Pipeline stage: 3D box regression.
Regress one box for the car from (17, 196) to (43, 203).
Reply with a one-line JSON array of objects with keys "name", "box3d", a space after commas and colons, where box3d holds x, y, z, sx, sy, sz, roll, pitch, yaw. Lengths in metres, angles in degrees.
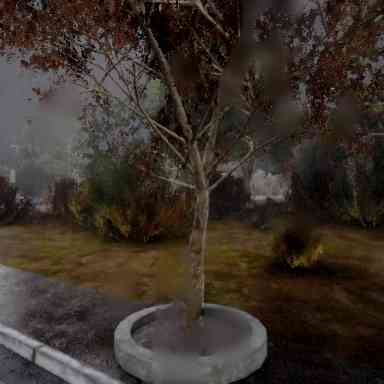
[{"name": "car", "box3d": [-22.051, 1.208, 44.885, 2.033, 1.411, 5.357, 1, 0, 32]}]
